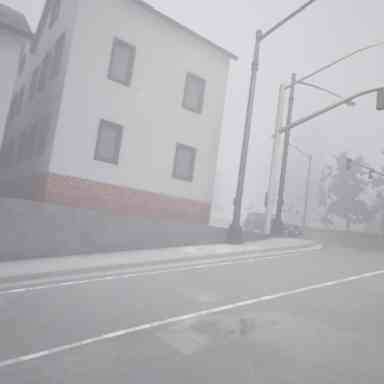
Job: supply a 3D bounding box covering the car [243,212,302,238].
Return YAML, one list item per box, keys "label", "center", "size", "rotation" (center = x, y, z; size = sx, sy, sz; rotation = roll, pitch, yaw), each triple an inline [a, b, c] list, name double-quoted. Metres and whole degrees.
- label: "car"
  center: [7.018, 2.971, 29.626]
  size: [2.150, 2.045, 5.566]
  rotation: [12, -7, -35]
